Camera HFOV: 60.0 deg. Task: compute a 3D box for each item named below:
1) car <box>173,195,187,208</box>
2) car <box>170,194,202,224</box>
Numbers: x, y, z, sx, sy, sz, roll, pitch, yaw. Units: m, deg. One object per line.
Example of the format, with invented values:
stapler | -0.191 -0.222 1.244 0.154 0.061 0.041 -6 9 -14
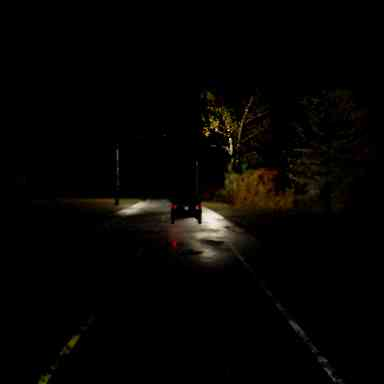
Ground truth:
car | -1.696 1.273 46.112 1.882 1.535 5.008 0 1 -4
car | -0.446 1.137 24.443 2.150 2.045 5.566 0 1 -2
